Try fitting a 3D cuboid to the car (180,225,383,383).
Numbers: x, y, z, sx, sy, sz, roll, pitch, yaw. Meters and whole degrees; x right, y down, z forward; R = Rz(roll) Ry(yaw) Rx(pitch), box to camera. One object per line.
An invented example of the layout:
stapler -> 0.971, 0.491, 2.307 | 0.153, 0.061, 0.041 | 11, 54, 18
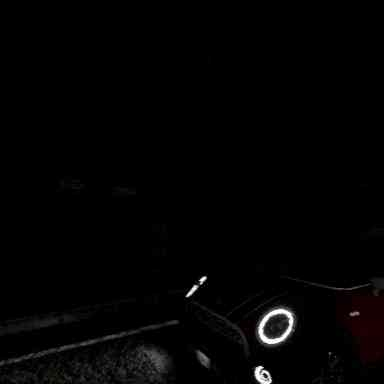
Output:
car -> 2.098, 1.346, 4.940 | 4.553, 1.767, 2.097 | 0, 0, -29
